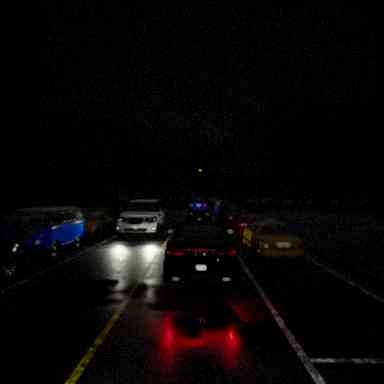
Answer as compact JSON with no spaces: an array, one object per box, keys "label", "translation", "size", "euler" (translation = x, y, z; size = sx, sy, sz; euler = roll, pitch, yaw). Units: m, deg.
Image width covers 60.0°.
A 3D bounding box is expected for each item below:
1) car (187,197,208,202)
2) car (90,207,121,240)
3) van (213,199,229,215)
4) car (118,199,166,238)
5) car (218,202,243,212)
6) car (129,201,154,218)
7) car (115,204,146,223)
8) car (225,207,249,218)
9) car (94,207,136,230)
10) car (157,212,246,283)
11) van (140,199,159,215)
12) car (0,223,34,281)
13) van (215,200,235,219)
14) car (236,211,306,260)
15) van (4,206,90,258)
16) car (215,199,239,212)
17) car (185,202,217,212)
[{"label":"car","translation":[0.674,1.637,37.840],"size":[2.150,2.045,5.566],"euler":[0,-1,-1]},{"label":"car","translation":[-5.464,1.695,18.184],"size":[1.752,1.417,4.829],"euler":[0,-1,1]},{"label":"van","translation":[3.448,1.793,39.950],"size":[1.690,1.788,3.998],"euler":[0,-1,1]},{"label":"car","translation":[-2.777,1.416,19.282],"size":[2.150,2.045,5.566],"euler":[0,-1,1]},{"label":"car","translation":[3.159,1.711,23.640],"size":[1.967,1.590,4.097],"euler":[0,-1,1]},{"label":"car","translation":[-5.173,1.792,34.664],"size":[1.967,1.590,4.097],"euler":[0,-1,1]},{"label":"car","translation":[-5.272,1.815,29.057],"size":[1.752,1.417,4.829],"euler":[0,-1,1]},{"label":"car","translation":[3.062,1.756,18.202],"size":[1.887,1.381,4.507],"euler":[0,-1,1]},{"label":"car","translation":[-5.365,1.797,23.790],"size":[1.947,1.339,4.313],"euler":[0,-1,1]},{"label":"car","translation":[0.255,1.587,10.029],"size":[1.882,1.535,5.008],"euler":[0,0,1]},{"label":"van","translation":[-5.076,1.753,40.102],"size":[1.690,1.788,3.998],"euler":[0,-1,1]},{"label":"car","translation":[-5.654,1.620,7.480],"size":[1.947,1.339,4.313],"euler":[0,-1,1]},{"label":"van","translation":[3.352,1.733,34.514],"size":[1.690,1.788,3.998],"euler":[0,-1,1]},{"label":"car","translation":[2.969,1.680,12.936],"size":[1.752,1.417,4.829],"euler":[0,-1,1]},{"label":"van","translation":[-5.557,1.454,12.919],"size":[1.690,1.788,3.998],"euler":[0,-1,1]},{"label":"car","translation":[3.256,1.646,29.078],"size":[2.192,1.841,5.009],"euler":[0,-1,1]},{"label":"car","translation":[0.520,1.761,24.979],"size":[2.128,1.511,4.902],"euler":[0,-1,1]}]
